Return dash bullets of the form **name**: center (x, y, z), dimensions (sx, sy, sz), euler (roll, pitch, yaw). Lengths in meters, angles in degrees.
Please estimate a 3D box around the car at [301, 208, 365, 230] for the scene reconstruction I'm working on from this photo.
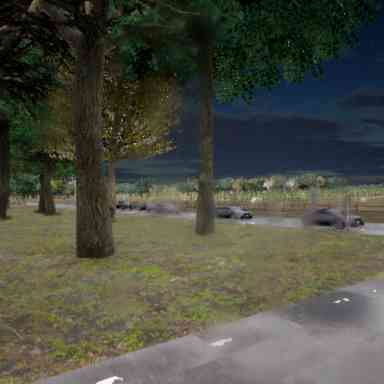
- **car**: center (9.851, 1.839, 23.543), dimensions (1.994, 1.385, 4.181), euler (-1, 0, -33)

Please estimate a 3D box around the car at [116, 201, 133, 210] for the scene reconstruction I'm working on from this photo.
- **car**: center (-12.490, 2.340, 60.472), dimensions (2.097, 1.767, 4.553), euler (-1, 0, -35)

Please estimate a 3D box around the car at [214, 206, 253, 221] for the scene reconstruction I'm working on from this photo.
- **car**: center (3.917, 2.030, 32.207), dimensions (1.994, 1.385, 4.181), euler (-1, 0, -35)

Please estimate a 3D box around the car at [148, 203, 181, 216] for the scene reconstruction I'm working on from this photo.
- **car**: center (-3.334, 2.200, 42.526), dimensions (1.837, 1.490, 4.892), euler (-1, -1, -35)

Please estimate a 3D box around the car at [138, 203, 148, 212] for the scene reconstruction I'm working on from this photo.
- **car**: center (-6.973, 2.388, 52.730), dimensions (1.994, 1.385, 4.181), euler (-1, 0, -34)
